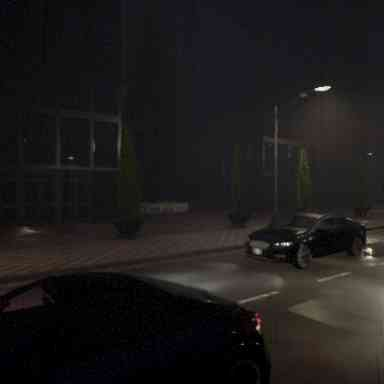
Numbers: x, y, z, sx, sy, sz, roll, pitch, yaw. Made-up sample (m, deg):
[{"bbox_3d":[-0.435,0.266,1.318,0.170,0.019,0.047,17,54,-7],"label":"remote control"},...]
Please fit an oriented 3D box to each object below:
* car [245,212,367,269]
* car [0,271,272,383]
[{"bbox_3d":[3.891,1.445,11.060,4.902,1.511,2.128,0,0,-35],"label":"car"},{"bbox_3d":[-1.209,1.561,3.127,4.181,1.385,1.994,0,0,-36],"label":"car"}]
